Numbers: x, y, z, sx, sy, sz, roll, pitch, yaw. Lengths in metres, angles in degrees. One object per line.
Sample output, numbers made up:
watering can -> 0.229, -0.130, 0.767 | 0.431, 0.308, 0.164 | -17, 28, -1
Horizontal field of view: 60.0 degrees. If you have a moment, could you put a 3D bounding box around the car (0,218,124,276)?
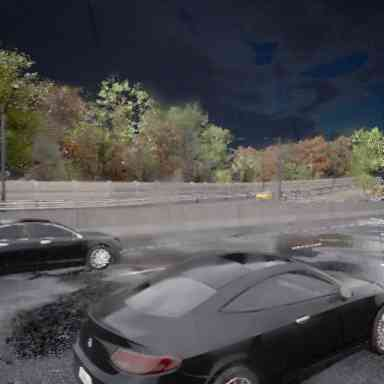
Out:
car -> -4.321, 1.497, 9.269 | 4.892, 1.490, 1.837 | 0, 0, -36

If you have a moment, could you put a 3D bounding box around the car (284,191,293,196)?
car -> 21.960, 0.490, 76.217 | 2.033, 1.411, 5.357 | 0, 2, 33

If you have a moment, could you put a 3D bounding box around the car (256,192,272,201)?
car -> 13.616, 0.802, 62.876 | 1.882, 1.535, 5.008 | 0, 1, 31

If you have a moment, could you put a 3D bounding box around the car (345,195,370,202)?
car -> 26.447, 1.336, 53.013 | 4.553, 1.767, 2.097 | 0, 0, -35

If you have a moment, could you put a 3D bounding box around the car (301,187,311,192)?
car -> 30.672, -0.620, 88.877 | 2.097, 1.767, 4.553 | 0, 3, 36

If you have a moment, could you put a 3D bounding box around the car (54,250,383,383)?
car -> 0.894, 1.523, 4.399 | 4.674, 1.442, 1.812 | 0, 0, -36
